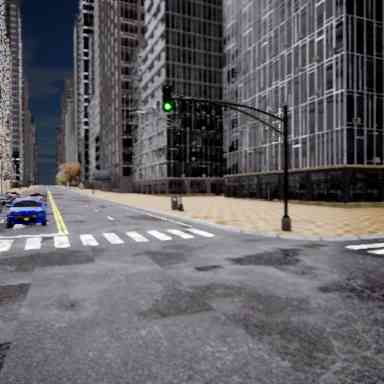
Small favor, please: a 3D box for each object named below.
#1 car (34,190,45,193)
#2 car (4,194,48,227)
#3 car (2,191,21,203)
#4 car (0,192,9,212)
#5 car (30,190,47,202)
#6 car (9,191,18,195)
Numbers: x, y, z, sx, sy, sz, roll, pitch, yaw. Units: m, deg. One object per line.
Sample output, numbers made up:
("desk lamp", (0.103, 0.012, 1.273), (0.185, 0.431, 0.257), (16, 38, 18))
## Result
("car", (-17.613, 0.781, 37.760), (1.812, 1.442, 4.674), (-1, 1, -24))
("car", (-9.715, 1.104, 19.732), (1.882, 1.535, 5.008), (-1, 1, -25))
("car", (-24.130, 0.643, 44.572), (1.812, 1.442, 4.674), (-1, 2, -23))
("car", (-16.015, 0.995, 26.017), (2.128, 1.511, 4.902), (-1, 1, -24))
("car", (-22.121, 0.525, 48.147), (2.128, 1.511, 4.902), (-1, 2, -23))
("car", (-20.155, 0.801, 35.451), (2.128, 1.511, 4.902), (-1, 1, -24))
